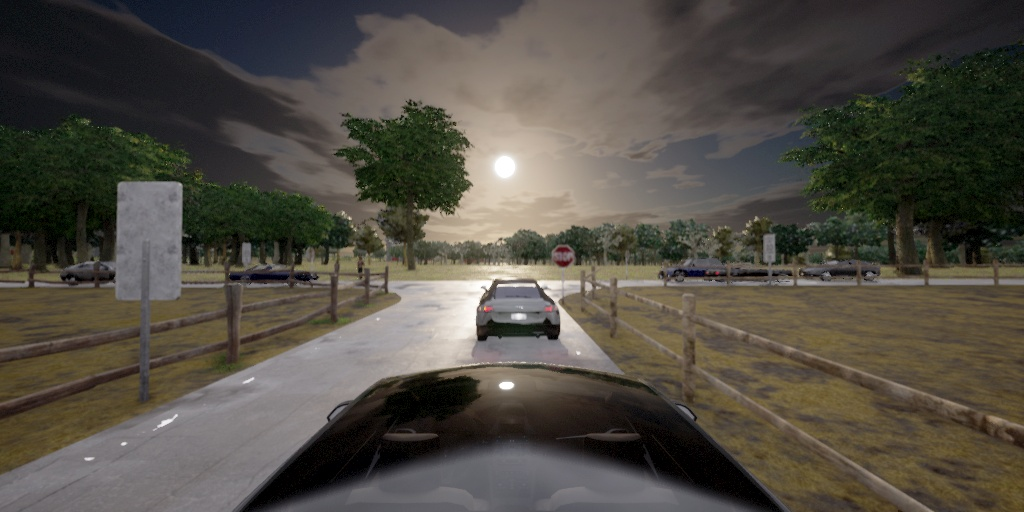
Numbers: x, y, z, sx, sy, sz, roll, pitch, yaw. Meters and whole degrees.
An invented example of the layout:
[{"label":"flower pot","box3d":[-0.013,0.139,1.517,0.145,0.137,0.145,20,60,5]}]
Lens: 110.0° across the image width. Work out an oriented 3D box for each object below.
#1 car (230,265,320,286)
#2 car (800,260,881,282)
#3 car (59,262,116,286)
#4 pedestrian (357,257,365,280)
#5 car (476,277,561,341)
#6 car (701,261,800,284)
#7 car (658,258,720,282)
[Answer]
[{"label":"car","box3d":[-14.895,1.209,22.757,4.718,1.301,1.895,0,-1,2]},{"label":"car","box3d":[23.194,1.028,25.578,4.892,1.490,1.837,-1,-1,2]},{"label":"car","box3d":[-25.527,1.097,22.800,4.902,1.511,2.128,0,-1,0]},{"label":"pedestrian","box3d":[-12.149,0.980,28.793,0.375,1.860,0.375,0,-1,0]},{"label":"car","box3d":[0.077,1.265,9.735,1.994,1.385,4.181,0,0,-2]},{"label":"car","box3d":[15.186,1.115,23.015,4.718,1.301,1.895,0,-1,2]},{"label":"car","box3d":[12.928,0.927,25.698,4.553,1.767,2.097,0,-1,-1]}]
